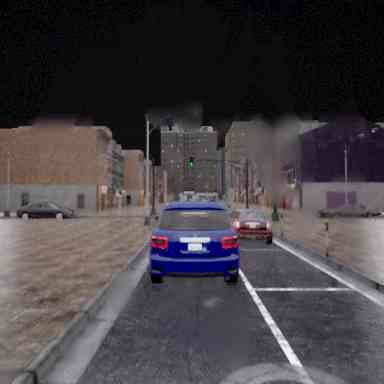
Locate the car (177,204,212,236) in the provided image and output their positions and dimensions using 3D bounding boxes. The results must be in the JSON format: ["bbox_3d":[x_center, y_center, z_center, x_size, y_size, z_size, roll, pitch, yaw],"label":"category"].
[{"bbox_3d":[0.113,1.609,20.434,1.882,1.535,5.008,0,0,0],"label":"car"}]

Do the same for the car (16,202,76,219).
[{"bbox_3d":[-12.487,1.678,28.622,4.892,1.490,1.837,0,-2,1],"label":"car"}]

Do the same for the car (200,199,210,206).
[{"bbox_3d":[2.742,2.210,70.645,1.752,1.417,4.829,1,-1,0],"label":"car"}]

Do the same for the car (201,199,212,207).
[{"bbox_3d":[2.734,2.170,65.038,1.947,1.339,4.313,1,-1,0],"label":"car"}]

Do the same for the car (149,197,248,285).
[{"bbox_3d":[0.044,1.283,9.854,2.150,2.045,5.566,0,0,0],"label":"car"}]

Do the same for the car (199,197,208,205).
[{"bbox_3d":[2.759,2.161,81.354,2.192,1.841,5.009,1,-1,0],"label":"car"}]

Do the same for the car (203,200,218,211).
[{"bbox_3d":[2.714,1.960,48.727,1.947,1.339,4.313,1,-1,0],"label":"car"}]

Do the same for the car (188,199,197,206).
[{"bbox_3d":[0.092,2.258,73.975,1.812,1.442,4.674,0,-1,0],"label":"car"}]

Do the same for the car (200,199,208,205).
[{"bbox_3d":[2.749,2.290,76.082,1.752,1.417,4.829,1,-1,0],"label":"car"}]

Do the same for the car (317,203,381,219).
[{"bbox_3d":[14.752,1.777,31.323,5.357,1.411,2.033,0,-2,3],"label":"car"}]

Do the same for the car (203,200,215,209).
[{"bbox_3d":[2.723,1.987,54.333,1.752,1.417,4.829,1,-1,0],"label":"car"}]

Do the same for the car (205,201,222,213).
[{"bbox_3d":[2.708,1.900,43.290,1.947,1.339,4.313,1,-1,0],"label":"car"}]

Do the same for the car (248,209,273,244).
[{"bbox_3d":[2.681,1.545,16.545,1.967,1.590,4.097,2,0,0],"label":"car"}]
